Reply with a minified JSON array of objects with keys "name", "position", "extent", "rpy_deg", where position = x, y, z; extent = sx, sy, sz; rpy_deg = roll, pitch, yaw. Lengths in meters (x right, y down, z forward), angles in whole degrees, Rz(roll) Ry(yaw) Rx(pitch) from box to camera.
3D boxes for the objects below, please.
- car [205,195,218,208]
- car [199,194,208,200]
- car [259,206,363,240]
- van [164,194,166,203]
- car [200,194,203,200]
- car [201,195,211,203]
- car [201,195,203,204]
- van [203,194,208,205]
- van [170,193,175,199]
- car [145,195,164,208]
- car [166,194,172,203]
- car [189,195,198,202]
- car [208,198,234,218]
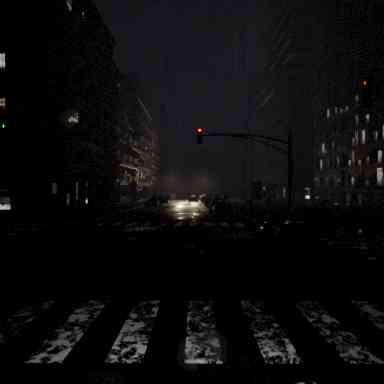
[{"name":"car","position":[2.756,1.410,35.669],"extent":[1.967,1.590,4.097],"rpy_deg":[-1,0,0]},{"name":"car","position":[2.956,1.313,86.482],"extent":[1.967,1.590,4.097],"rpy_deg":[-1,0,0]},{"name":"car","position":[5.871,1.499,16.803],"extent":[4.892,1.490,1.837],"rpy_deg":[0,1,16]},{"name":"van","position":[-5.539,1.287,52.601],"extent":[1.690,1.788,3.998],"rpy_deg":[-1,0,0]},{"name":"car","position":[2.847,1.365,63.898],"extent":[1.967,1.590,4.097],"rpy_deg":[-1,0,0]},{"name":"car","position":[2.871,1.353,69.544],"extent":[1.967,1.590,4.097],"rpy_deg":[-1,0,0]},{"name":"car","position":[2.812,1.490,52.607],"extent":[1.887,1.381,4.507],"rpy_deg":[-1,0,0]},{"name":"van","position":[2.791,1.295,46.961],"extent":[1.690,1.788,3.998],"rpy_deg":[-1,0,0]},{"name":"van","position":[-5.466,1.242,75.186],"extent":[1.690,1.788,3.998],"rpy_deg":[-1,0,0]},{"name":"car","position":[-5.553,1.520,46.955],"extent":[1.947,1.339,4.313],"rpy_deg":[-1,0,0]},{"name":"car","position":[-5.500,1.470,63.892],"extent":[1.887,1.381,4.507],"rpy_deg":[-1,0,0]},{"name":"car","position":[0.250,1.427,71.143],"extent":[2.128,1.511,4.902],"rpy_deg":[0,0,0]},{"name":"car","position":[2.740,1.522,30.024],"extent":[1.887,1.381,4.507],"rpy_deg":[-1,0,0]}]
